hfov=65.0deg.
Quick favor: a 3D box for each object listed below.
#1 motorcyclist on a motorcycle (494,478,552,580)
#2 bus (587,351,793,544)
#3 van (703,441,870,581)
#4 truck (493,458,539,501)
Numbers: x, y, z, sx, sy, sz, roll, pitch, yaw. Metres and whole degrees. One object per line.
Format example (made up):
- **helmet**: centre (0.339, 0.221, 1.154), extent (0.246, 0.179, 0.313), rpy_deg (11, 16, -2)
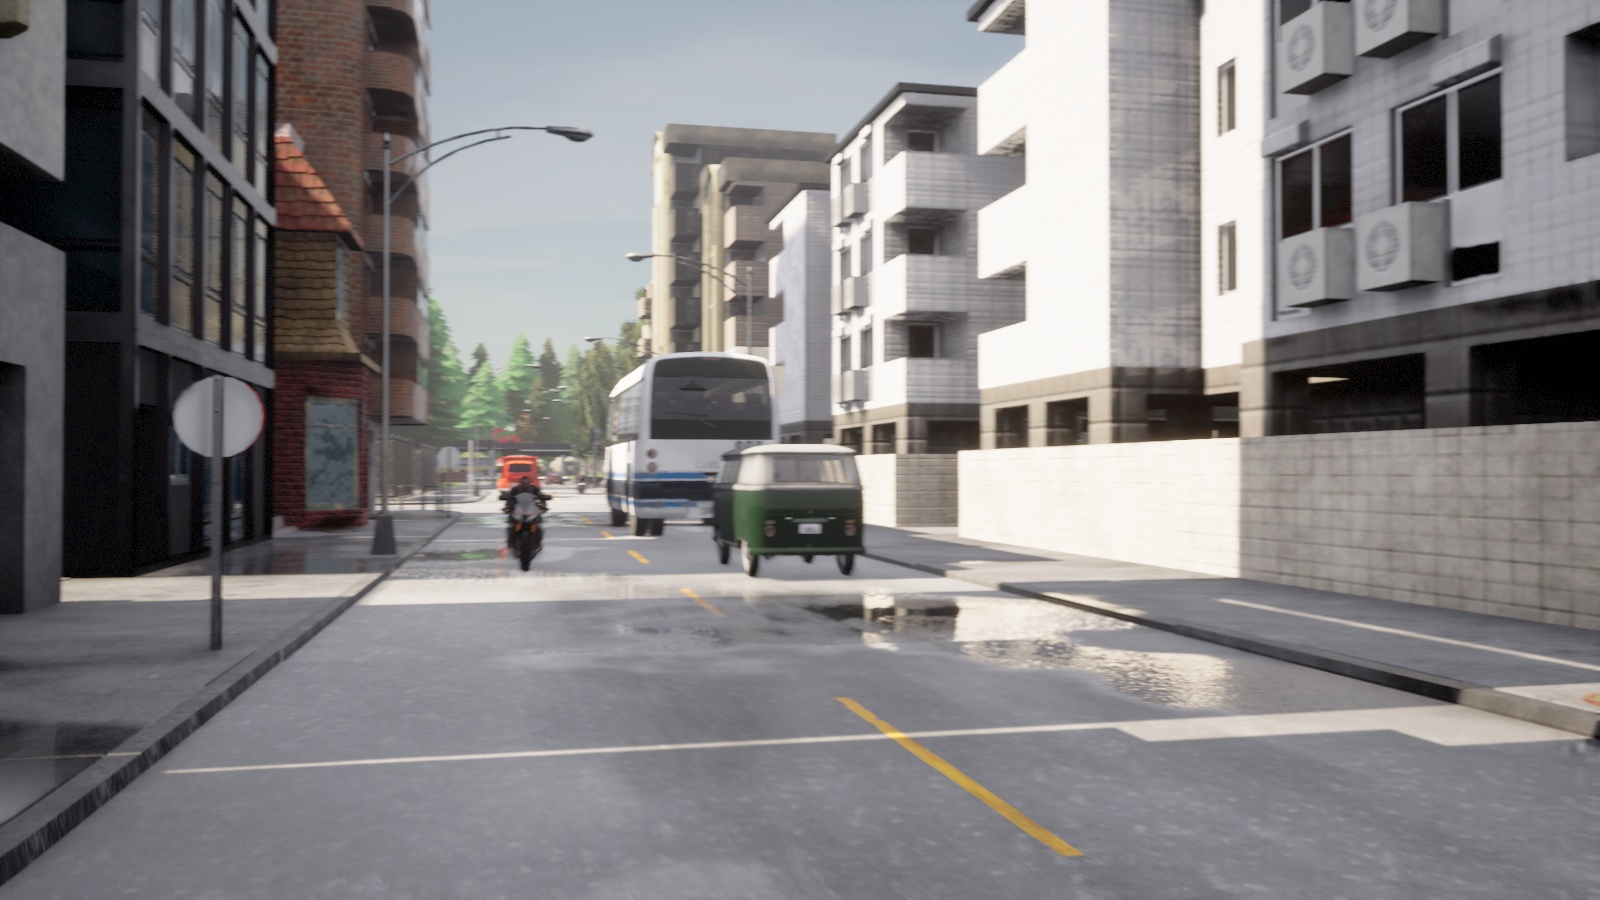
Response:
- **motorcyclist on a motorcycle**: centre (-4.486, 1.232, 20.312), extent (0.866, 1.530, 2.191), rpy_deg (0, -1, -13)
- **bus**: centre (-3.282, 0.032, 33.178), extent (3.944, 4.253, 10.273), rpy_deg (0, -1, -13)
- **van**: centre (-0.353, 0.914, 20.163), extent (1.775, 1.987, 4.442), rpy_deg (0, -1, -13)
- **truck**: centre (-17.175, 1.764, 76.113), extent (2.627, 2.467, 5.204), rpy_deg (0, -1, -12)
